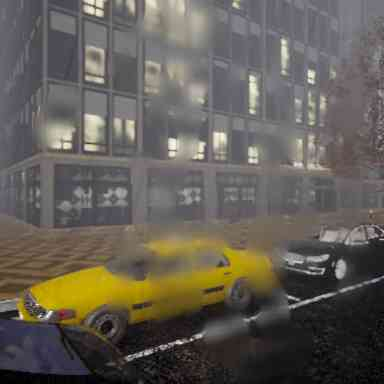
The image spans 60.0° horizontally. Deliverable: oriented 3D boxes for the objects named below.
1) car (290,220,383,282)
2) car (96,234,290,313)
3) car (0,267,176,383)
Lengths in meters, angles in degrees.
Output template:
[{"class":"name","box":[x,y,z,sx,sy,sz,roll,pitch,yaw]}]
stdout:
[{"class":"car","box":[4.272,1.535,9.604,4.403,1.369,2.008,0,0,-35]},{"class":"car","box":[-0.501,1.520,6.199,4.829,1.417,1.752,0,0,-35]},{"class":"car","box":[-2.276,1.566,1.756,4.181,1.385,1.994,0,0,-36]}]
